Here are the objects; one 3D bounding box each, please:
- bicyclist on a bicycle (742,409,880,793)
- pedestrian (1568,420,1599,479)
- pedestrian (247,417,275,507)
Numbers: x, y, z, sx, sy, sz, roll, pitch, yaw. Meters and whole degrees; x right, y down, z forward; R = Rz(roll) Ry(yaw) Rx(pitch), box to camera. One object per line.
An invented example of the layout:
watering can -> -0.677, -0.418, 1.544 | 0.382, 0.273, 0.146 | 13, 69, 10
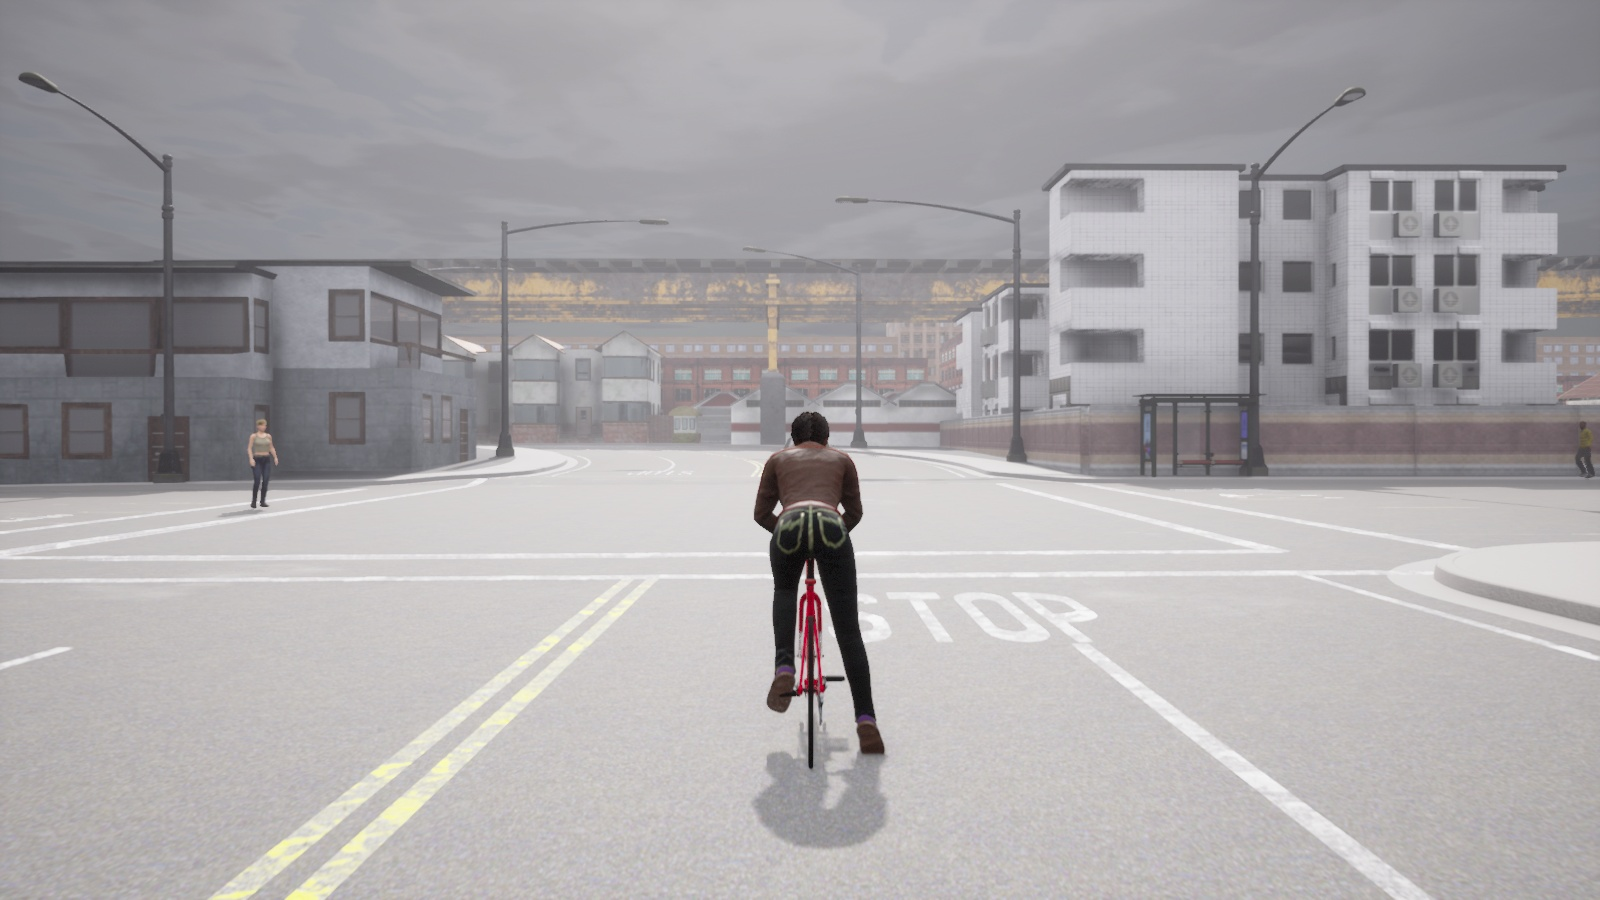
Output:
bicyclist on a bicycle -> 0.050, 0.632, 6.124 | 0.582, 1.620, 1.656 | 0, 0, 0
pedestrian -> 24.533, -0.007, 39.298 | 0.726, 1.835, 0.370 | 0, 1, 2
pedestrian -> -11.099, 0.241, 25.851 | 0.345, 1.836, 0.594 | -1, 1, -42
